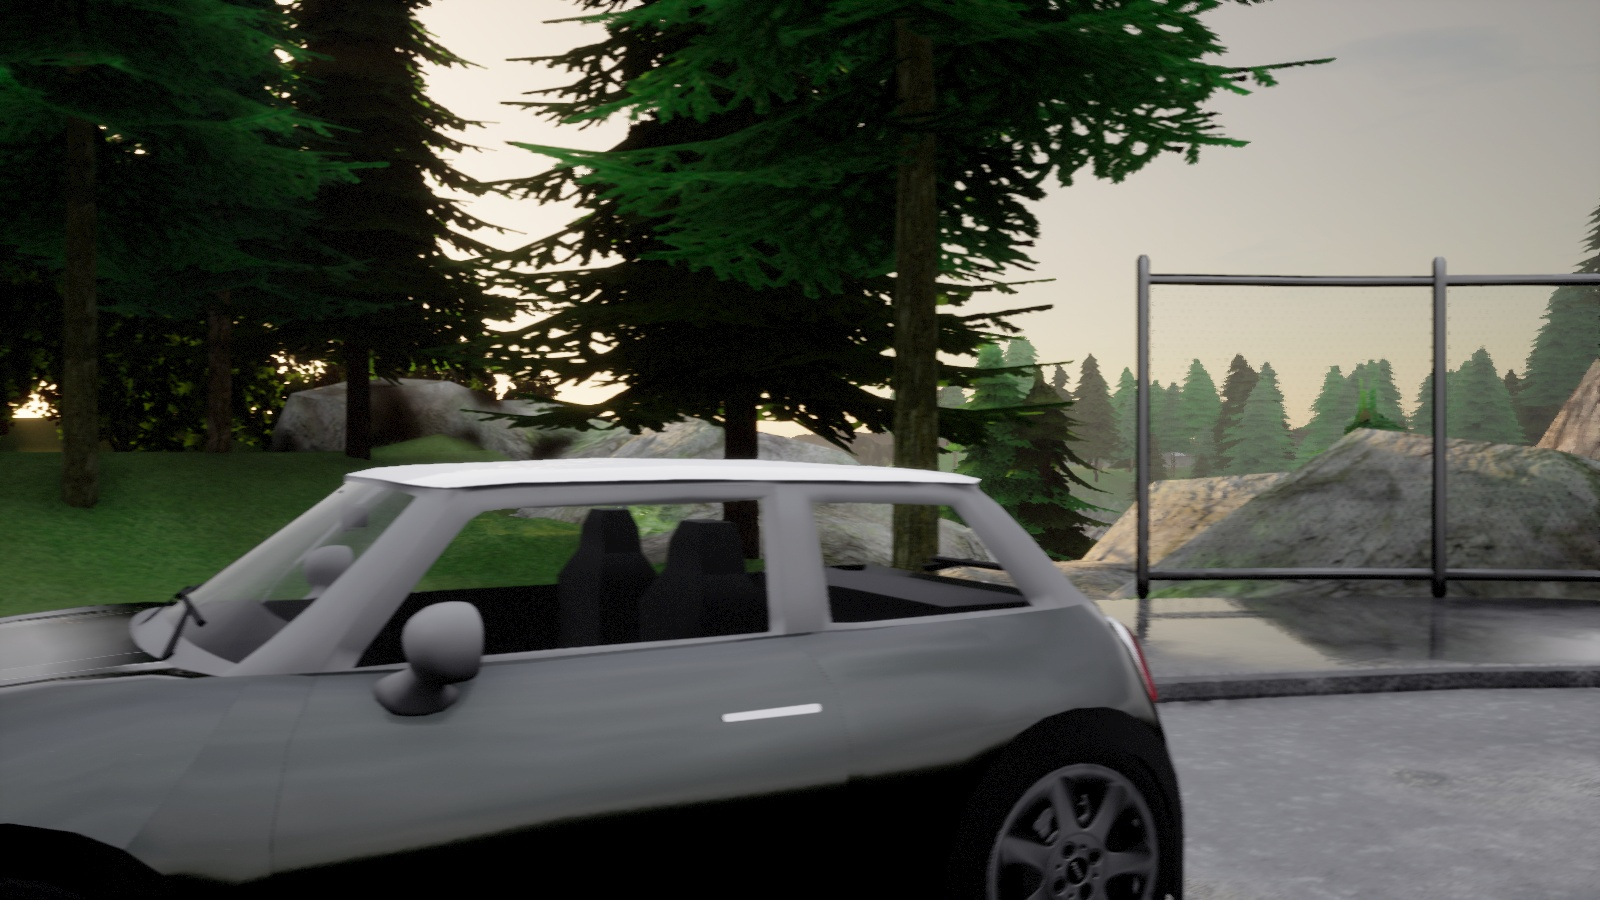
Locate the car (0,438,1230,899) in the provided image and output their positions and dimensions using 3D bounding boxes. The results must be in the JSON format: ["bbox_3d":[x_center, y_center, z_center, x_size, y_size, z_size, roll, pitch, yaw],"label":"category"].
[{"bbox_3d":[-0.953,0.720,3.467,3.806,1.475,1.970,0,0,-28],"label":"car"}]
